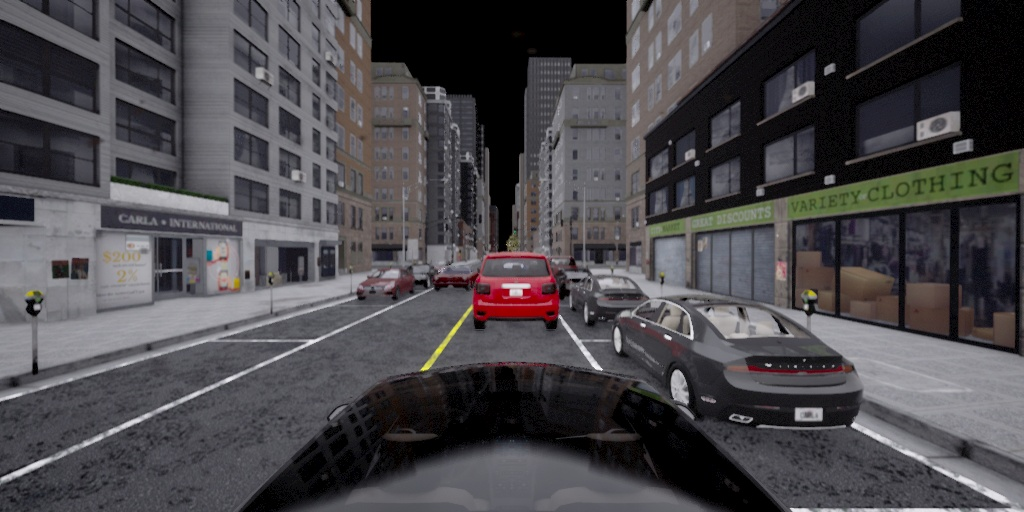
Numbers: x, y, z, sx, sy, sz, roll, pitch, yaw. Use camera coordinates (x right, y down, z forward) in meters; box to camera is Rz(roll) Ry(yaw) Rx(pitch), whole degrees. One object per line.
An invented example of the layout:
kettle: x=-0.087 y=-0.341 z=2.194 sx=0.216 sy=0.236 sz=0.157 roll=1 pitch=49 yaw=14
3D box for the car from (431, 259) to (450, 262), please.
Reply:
car: x=-5.673 y=0.995 z=27.720 sx=1.967 sy=1.591 sz=4.097 roll=0 pitch=0 yaw=0

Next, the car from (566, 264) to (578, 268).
car: x=2.854 y=1.204 z=16.679 sx=1.948 sy=1.339 sz=4.313 roll=0 pitch=0 yaw=0

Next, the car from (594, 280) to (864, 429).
car: x=2.855 y=1.271 z=5.632 sx=2.007 sy=1.370 sz=4.403 roll=0 pitch=0 yaw=0

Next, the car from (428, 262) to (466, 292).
car: x=-3.083 y=1.212 z=20.218 sx=1.895 sy=1.301 sz=4.718 roll=0 pitch=0 yaw=0

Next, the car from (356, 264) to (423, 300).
car: x=-5.672 y=1.220 z=16.671 sx=1.802 sy=1.307 sz=4.207 roll=0 pitch=0 yaw=0

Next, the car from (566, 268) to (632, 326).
car: x=2.854 y=1.230 z=11.156 sx=2.007 sy=1.370 sz=4.403 roll=0 pitch=0 yaw=0

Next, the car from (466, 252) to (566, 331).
car: x=0.097 y=0.904 z=10.876 sx=2.150 sy=2.045 sz=5.566 roll=0 pitch=1 yaw=0

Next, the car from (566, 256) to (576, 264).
car: x=2.853 y=0.911 z=22.203 sx=2.192 sy=1.841 sz=5.009 roll=0 pitch=0 yaw=0

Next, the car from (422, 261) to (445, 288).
car: x=-5.673 y=1.163 z=22.195 sx=1.948 sy=1.339 sz=4.313 roll=0 pitch=0 yaw=0
